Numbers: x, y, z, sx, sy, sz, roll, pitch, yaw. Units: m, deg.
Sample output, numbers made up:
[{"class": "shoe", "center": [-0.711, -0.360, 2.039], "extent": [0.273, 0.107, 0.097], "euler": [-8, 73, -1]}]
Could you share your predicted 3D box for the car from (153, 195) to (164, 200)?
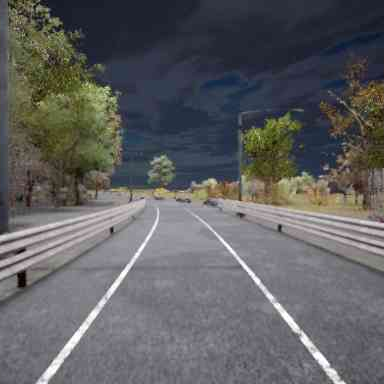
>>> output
[{"class": "car", "center": [-8.636, 1.461, 86.080], "extent": [2.033, 1.411, 5.357], "euler": [0, 0, -19]}]

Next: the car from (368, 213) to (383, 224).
[{"class": "car", "center": [13.948, 1.774, 22.189], "extent": [1.994, 1.385, 4.181], "euler": [0, 0, -19]}]

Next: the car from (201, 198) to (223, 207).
[{"class": "car", "center": [3.202, 1.584, 52.645], "extent": [2.033, 1.411, 5.357], "euler": [1, 0, -20]}]

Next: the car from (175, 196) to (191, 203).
[{"class": "car", "center": [-1.856, 1.529, 66.905], "extent": [2.033, 1.411, 5.357], "euler": [0, 0, -19]}]
